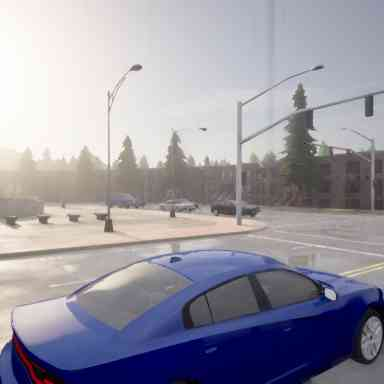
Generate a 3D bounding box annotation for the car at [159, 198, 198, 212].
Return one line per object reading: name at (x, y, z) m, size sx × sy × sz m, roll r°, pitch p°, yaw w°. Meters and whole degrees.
car at (-1.811, 1.601, 38.072) m, size 1.895 × 1.301 × 4.718 m, roll 0°, pitch 0°, yaw -39°

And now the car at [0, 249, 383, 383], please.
car at (0.495, 1.478, 4.151) m, size 5.008 × 1.535 × 1.882 m, roll 0°, pitch 0°, yaw -35°

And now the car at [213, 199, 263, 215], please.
car at (4.752, 1.547, 35.243) m, size 2.033 × 1.411 × 5.357 m, roll 0°, pitch 0°, yaw -36°

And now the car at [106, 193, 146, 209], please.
car at (-9.458, 1.221, 45.623) m, size 5.566 × 2.045 × 2.150 m, roll 0°, pitch 0°, yaw 36°

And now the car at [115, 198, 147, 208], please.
car at (-9.090, 1.601, 49.620) m, size 4.718 × 1.301 × 1.895 m, roll 0°, pitch 0°, yaw 34°

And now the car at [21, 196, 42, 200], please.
car at (-29.903, 1.505, 60.676) m, size 4.892 × 1.490 × 1.837 m, roll 0°, pitch 0°, yaw 5°

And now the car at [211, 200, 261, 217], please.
car at (3.792, 1.478, 30.596) m, size 1.882 × 1.535 × 5.008 m, roll 0°, pitch 0°, yaw -36°
